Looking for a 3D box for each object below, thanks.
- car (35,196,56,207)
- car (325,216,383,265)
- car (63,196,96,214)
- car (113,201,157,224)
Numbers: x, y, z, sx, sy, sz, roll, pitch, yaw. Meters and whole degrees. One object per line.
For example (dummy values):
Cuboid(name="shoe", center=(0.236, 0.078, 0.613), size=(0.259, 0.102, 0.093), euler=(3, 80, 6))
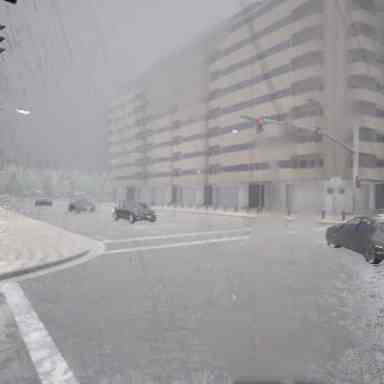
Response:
Cuboid(name="car", center=(-23.146, 1.620, 51.923), size=(1.895, 1.301, 4.718), euler=(0, 0, -35))
Cuboid(name="car", center=(6.448, 1.547, 11.597), size=(2.033, 1.411, 5.357), euler=(0, 0, 2))
Cuboid(name="car", center=(-11.910, 1.496, 35.821), size=(2.128, 1.511, 4.902), euler=(0, 0, -35))
Cuboid(name="car", center=(-4.382, 1.499, 25.124), size=(1.837, 1.490, 4.892), euler=(0, 0, -35))
